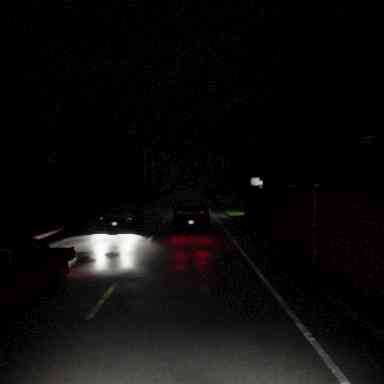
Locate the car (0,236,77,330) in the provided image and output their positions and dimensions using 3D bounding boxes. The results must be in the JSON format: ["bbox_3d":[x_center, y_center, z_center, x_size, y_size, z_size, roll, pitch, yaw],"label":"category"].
[{"bbox_3d":[-3.610,1.511,5.515,1.895,1.301,4.718,0,1,0],"label":"car"}]

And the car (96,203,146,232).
[{"bbox_3d":[-3.637,1.265,17.624,1.994,1.385,4.181,0,1,0],"label":"car"}]

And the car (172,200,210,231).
[{"bbox_3d":[-0.051,1.174,18.163,2.128,1.511,4.902,0,1,0],"label":"car"}]
